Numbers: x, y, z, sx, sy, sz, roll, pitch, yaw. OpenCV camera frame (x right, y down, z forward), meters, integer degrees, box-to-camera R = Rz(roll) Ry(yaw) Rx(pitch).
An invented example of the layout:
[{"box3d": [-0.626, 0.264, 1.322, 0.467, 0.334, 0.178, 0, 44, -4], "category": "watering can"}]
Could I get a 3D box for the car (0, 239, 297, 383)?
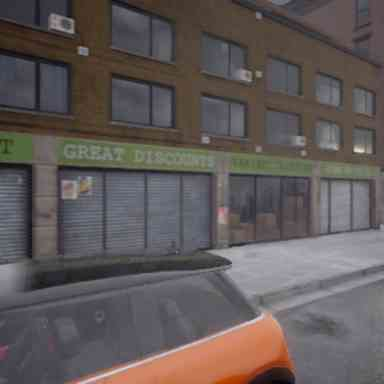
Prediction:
[{"box3d": [-1.338, 1.349, 2.422, 4.553, 1.767, 2.097, 0, 0, -36], "category": "car"}]
